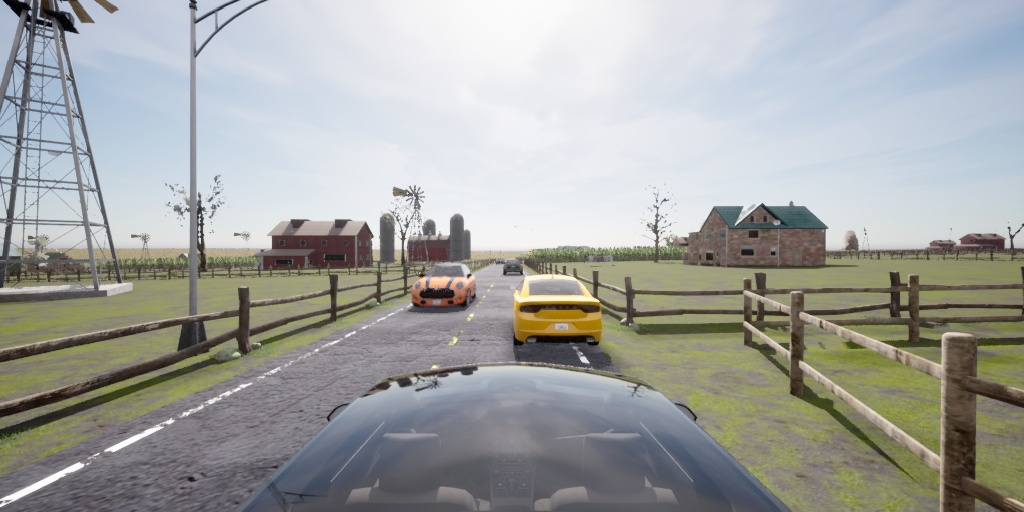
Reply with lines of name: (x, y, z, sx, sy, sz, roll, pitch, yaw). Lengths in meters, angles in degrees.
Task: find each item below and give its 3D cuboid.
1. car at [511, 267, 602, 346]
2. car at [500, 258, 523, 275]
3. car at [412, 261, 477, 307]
car: (0.974, 1.226, 9.472, 1.882, 1.535, 5.008, 0, 0, 0)
car: (0.128, 1.108, 39.337, 2.097, 1.767, 4.553, 0, 0, 0)
car: (-2.731, 1.100, 15.279, 2.097, 1.767, 4.553, 0, 0, 0)
